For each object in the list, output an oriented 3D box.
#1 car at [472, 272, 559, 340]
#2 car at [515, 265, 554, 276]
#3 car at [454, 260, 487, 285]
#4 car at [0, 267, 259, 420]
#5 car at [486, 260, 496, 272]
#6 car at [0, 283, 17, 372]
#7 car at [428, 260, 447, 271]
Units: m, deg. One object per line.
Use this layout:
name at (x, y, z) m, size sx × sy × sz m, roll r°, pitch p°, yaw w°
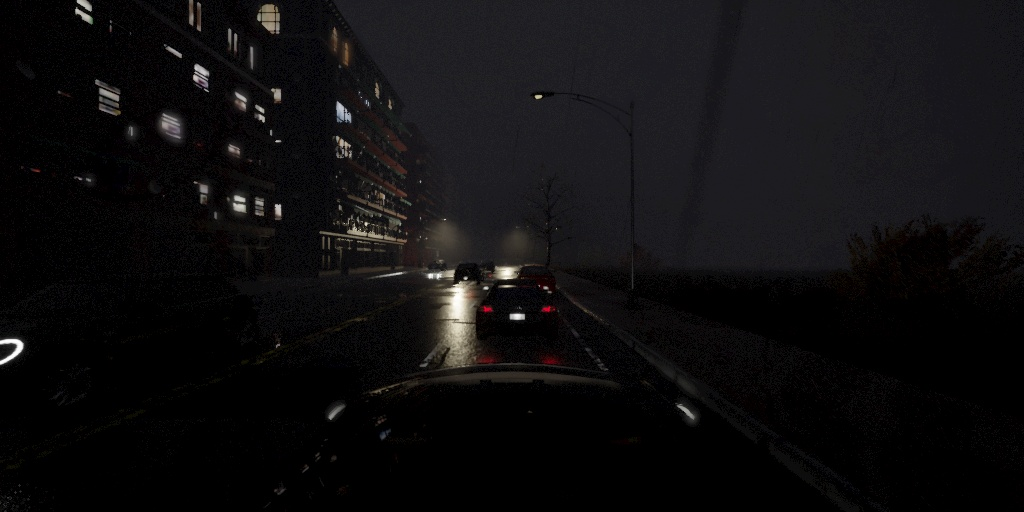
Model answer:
car at (0.113, 1.315, 9.957) m, size 1.994 × 1.385 × 4.181 m, roll 0°, pitch 0°, yaw 0°
car at (1.161, 1.230, 18.876) m, size 1.882 × 1.535 × 5.008 m, roll 0°, pitch 0°, yaw 0°
car at (-3.116, 1.256, 26.533) m, size 1.837 × 1.490 × 4.892 m, roll 0°, pitch 0°, yaw 0°
car at (-6.596, 1.103, 5.921) m, size 2.097 × 1.767 × 4.553 m, roll 0°, pitch 0°, yaw 0°
car at (-3.092, 1.243, 44.417) m, size 2.128 × 1.511 × 4.902 m, roll 0°, pitch 0°, yaw 0°
car at (-9.848, 1.242, 3.916) m, size 2.128 × 1.511 × 4.902 m, roll 0°, pitch 0°, yaw 0°
car at (-9.783, 1.242, 47.286) m, size 2.128 × 1.511 × 4.902 m, roll 0°, pitch 0°, yaw 0°
